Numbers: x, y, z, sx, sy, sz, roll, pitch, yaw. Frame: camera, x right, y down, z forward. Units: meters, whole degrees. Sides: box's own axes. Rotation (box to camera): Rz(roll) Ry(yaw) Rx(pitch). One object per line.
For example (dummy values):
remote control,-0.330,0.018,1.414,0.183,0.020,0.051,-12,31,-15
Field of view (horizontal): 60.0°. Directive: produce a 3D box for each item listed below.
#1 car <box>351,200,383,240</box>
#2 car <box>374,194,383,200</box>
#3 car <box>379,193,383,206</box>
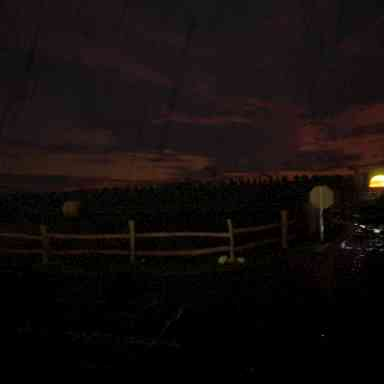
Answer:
car,8.562,1.282,15.148,1.837,1.490,4.892,-1,0,32
car,14.207,1.135,24.471,1.837,1.490,4.892,-1,0,31
car,24.984,0.893,42.410,1.812,1.442,4.674,-1,0,31
